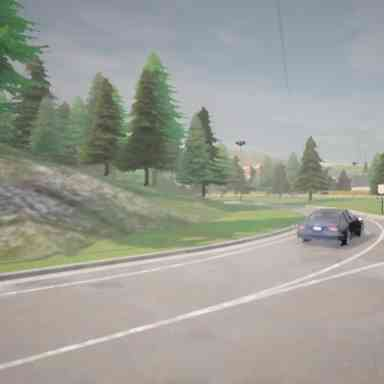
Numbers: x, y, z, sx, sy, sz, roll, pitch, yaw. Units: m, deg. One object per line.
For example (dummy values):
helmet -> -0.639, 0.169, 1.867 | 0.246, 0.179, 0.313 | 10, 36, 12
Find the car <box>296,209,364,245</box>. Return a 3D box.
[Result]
car -> 6.395, 1.468, 15.099 | 2.033, 1.411, 5.357 | 0, 0, 36
